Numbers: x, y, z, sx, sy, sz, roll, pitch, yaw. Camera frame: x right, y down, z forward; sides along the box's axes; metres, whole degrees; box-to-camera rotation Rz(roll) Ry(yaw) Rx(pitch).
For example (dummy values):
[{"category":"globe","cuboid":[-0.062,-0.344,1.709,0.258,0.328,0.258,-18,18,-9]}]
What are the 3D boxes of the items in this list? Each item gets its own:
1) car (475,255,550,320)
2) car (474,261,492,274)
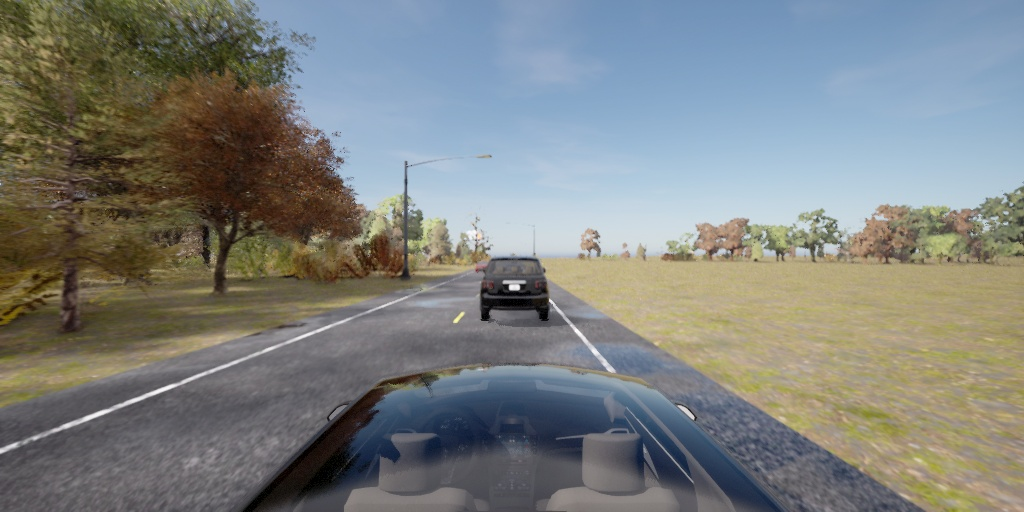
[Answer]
[{"category":"car","cuboid":[0.085,1.011,12.955,2.150,2.045,5.566,0,0,0]},{"category":"car","cuboid":[-3.587,1.388,45.575,1.882,1.535,5.008,0,0,0]}]
